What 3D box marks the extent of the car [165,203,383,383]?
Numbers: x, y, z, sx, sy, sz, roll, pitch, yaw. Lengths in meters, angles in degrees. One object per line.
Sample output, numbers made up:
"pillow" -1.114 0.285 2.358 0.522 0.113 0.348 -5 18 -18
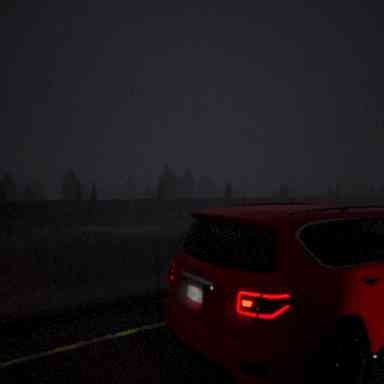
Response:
"car" 2.296 1.191 5.060 5.566 2.045 2.150 0 0 -32
